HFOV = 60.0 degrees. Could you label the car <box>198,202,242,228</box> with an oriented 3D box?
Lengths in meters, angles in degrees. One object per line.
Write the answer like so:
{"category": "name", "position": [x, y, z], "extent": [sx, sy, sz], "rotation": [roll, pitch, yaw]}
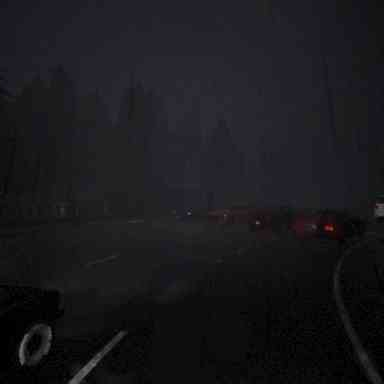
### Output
{"category": "car", "position": [2.936, 1.443, 22.346], "extent": [1.882, 1.535, 5.008], "rotation": [0, 0, 44]}

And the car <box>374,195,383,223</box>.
{"category": "car", "position": [15.128, 1.197, 24.118], "extent": [5.566, 2.045, 2.150], "rotation": [0, 0, -43]}

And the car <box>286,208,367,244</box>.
{"category": "car", "position": [6.727, 1.527, 15.845], "extent": [2.033, 1.411, 5.357], "rotation": [0, 0, 41]}

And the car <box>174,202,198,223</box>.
{"category": "car", "position": [0.704, 1.484, 25.065], "extent": [1.812, 1.442, 4.674], "rotation": [0, 0, 44]}

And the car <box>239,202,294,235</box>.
{"category": "car", "position": [5.033, 1.451, 18.994], "extent": [1.882, 1.535, 5.008], "rotation": [0, 0, 42]}

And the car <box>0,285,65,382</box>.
{"category": "car", "position": [-3.060, 1.593, 2.787], "extent": [1.895, 1.301, 4.718], "rotation": [0, 0, 8]}
